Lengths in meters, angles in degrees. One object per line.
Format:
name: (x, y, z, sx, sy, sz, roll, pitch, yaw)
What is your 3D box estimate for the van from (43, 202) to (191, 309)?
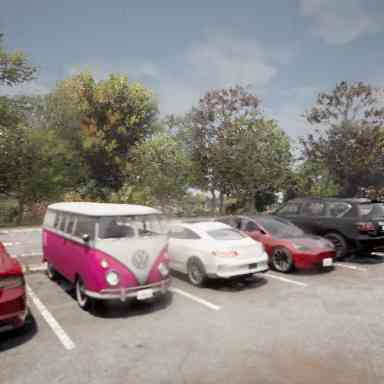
van: (-2.129, 1.257, 7.785, 1.878, 1.987, 4.442, 0, 0, -36)

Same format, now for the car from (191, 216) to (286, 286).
car: (0.064, 1.527, 9.491, 2.002, 1.452, 4.674, 0, 0, -36)

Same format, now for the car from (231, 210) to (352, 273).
car: (2.339, 1.519, 11.082, 2.163, 1.488, 4.792, 0, 0, -36)

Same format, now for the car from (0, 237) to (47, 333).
car: (-4.453, 1.480, 6.262, 2.097, 1.535, 5.008, 0, 0, -36)

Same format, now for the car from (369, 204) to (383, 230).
car: (13.499, 1.553, 19.313, 1.946, 1.575, 5.366, 1, 0, -36)

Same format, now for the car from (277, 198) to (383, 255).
car: (4.565, 1.242, 12.742, 2.435, 2.045, 5.566, 0, 0, -36)
